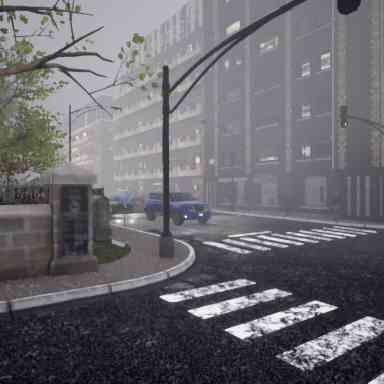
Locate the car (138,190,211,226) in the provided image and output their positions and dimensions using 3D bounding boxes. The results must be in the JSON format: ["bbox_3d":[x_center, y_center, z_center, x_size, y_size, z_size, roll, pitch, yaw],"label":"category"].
[{"bbox_3d":[-1.102,0.926,21.654,2.150,2.045,5.566,0,1,-36],"label":"car"}]

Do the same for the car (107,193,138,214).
[{"bbox_3d":[-6.759,1.098,29.384,1.994,1.385,4.181,0,1,-36],"label":"car"}]

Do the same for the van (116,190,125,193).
[{"bbox_3d":[-8.299,0.655,41.312,1.690,1.788,3.998,1,1,-36],"label":"van"}]

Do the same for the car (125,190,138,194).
[{"bbox_3d":[-5.036,0.727,36.856,2.192,1.841,5.009,1,1,-36],"label":"car"}]

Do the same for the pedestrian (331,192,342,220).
[{"bbox_3d":[9.495,0.902,21.964,0.375,1.860,0.375,1,-1,-36],"label":"pedestrian"}]

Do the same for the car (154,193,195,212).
[{"bbox_3d":[-1.776,0.950,32.401,1.967,1.590,4.097,1,1,-36],"label":"car"}]
